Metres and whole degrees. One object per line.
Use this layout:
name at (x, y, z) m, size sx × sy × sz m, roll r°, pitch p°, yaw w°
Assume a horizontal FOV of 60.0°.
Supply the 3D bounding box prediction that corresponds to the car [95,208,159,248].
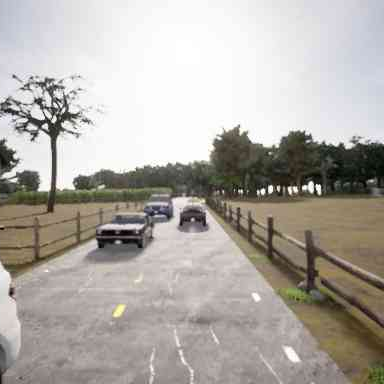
car at (-2.803, 1.608, 14.856) m, size 1.895 × 1.301 × 4.718 m, roll 0°, pitch 0°, yaw 0°

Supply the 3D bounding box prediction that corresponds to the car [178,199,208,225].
car at (0.068, 1.519, 23.980) m, size 1.837 × 1.490 × 4.892 m, roll 0°, pitch 1°, yaw 0°

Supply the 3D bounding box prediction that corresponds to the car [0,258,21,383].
car at (-2.845, 1.227, 1.203) m, size 2.150 × 2.045 × 5.566 m, roll 0°, pitch -1°, yaw 0°

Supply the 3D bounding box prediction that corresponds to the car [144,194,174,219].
car at (-2.793, 1.233, 29.246) m, size 2.150 × 2.045 × 5.566 m, roll 0°, pitch 0°, yaw 1°
